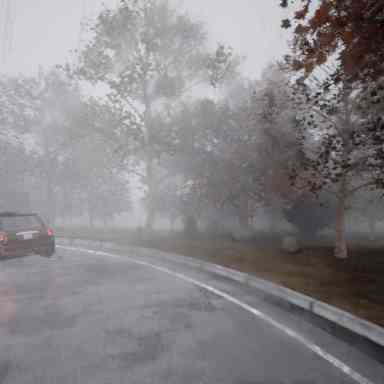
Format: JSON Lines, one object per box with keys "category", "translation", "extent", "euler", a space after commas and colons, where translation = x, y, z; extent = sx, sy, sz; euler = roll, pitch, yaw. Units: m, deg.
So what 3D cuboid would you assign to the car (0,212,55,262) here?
{"category": "car", "translation": [-7.034, 1.503, 12.100], "extent": [4.553, 1.767, 2.097], "euler": [-1, 0, 37]}
